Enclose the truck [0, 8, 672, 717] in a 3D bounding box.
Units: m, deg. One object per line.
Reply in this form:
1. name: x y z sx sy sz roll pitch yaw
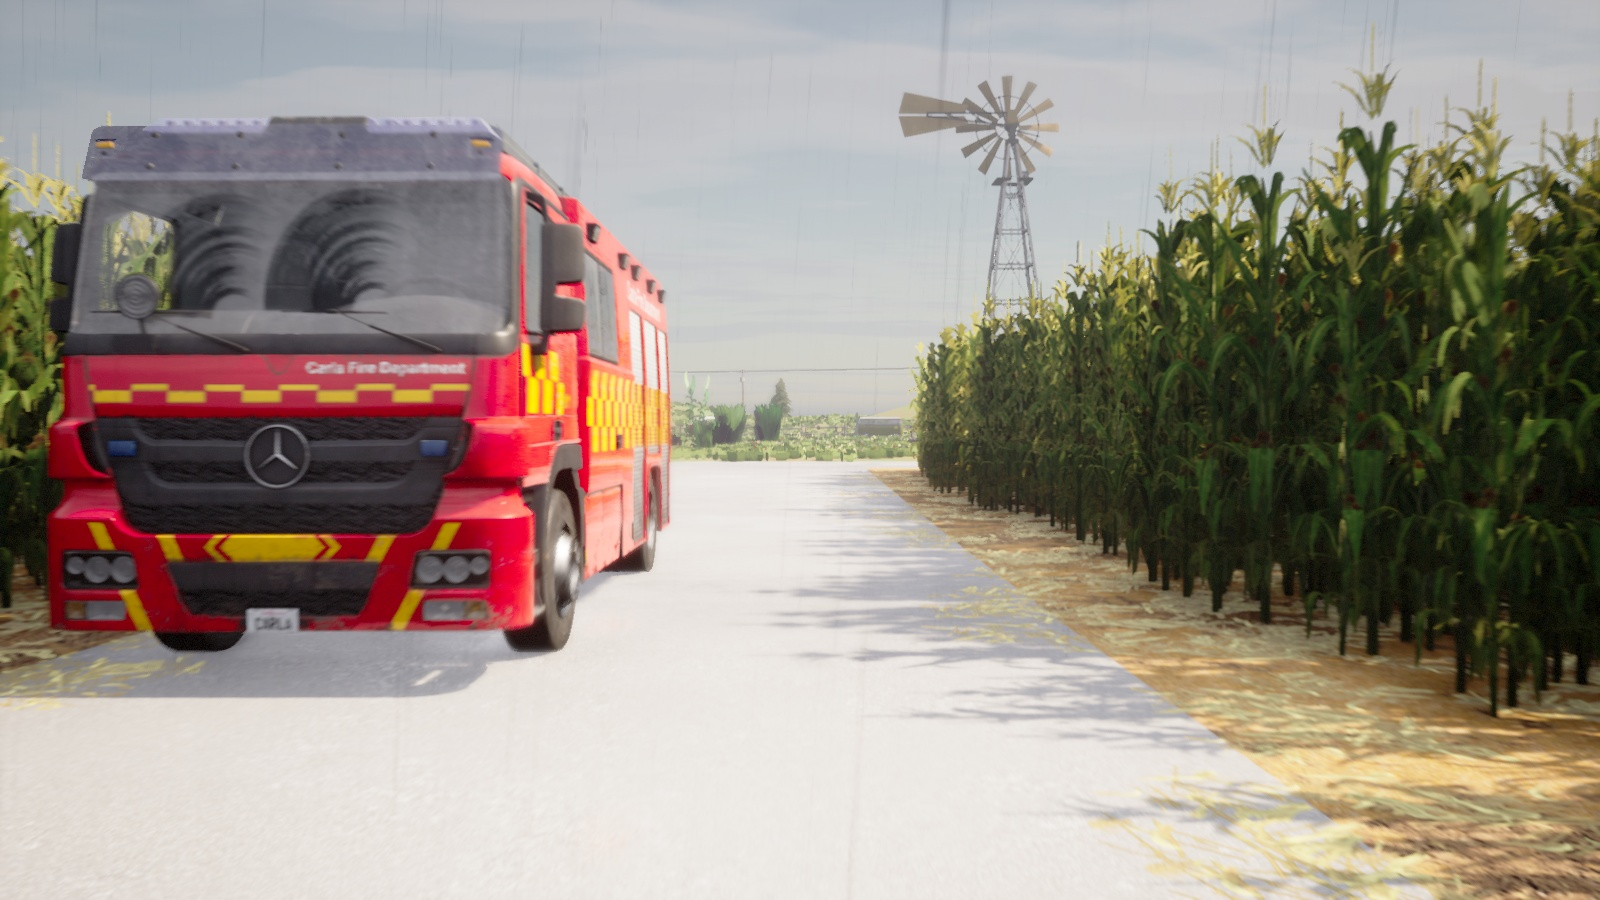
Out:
1. truck: -3.021 -0.528 11.030 2.891 3.827 8.468 0 1 0
